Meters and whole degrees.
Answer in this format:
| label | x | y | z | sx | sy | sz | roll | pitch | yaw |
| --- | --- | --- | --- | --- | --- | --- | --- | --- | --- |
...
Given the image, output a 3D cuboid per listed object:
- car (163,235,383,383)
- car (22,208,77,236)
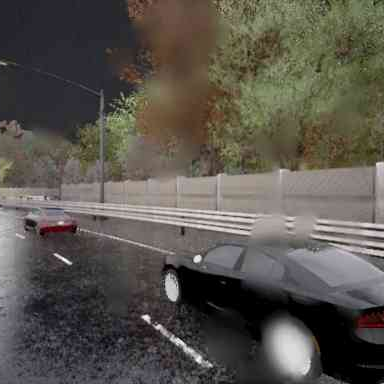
| label | x | y | z | sx | sy | sz | roll | pitch | yaw |
| --- | --- | --- | --- | --- | --- | --- | --- | --- | --- |
| car | 1.232 | 1.480 | 5.672 | 1.882 | 1.535 | 5.008 | 0 | 0 | -32 |
| car | -8.061 | 1.570 | 18.697 | 1.994 | 1.385 | 4.181 | 0 | 0 | -40 |
